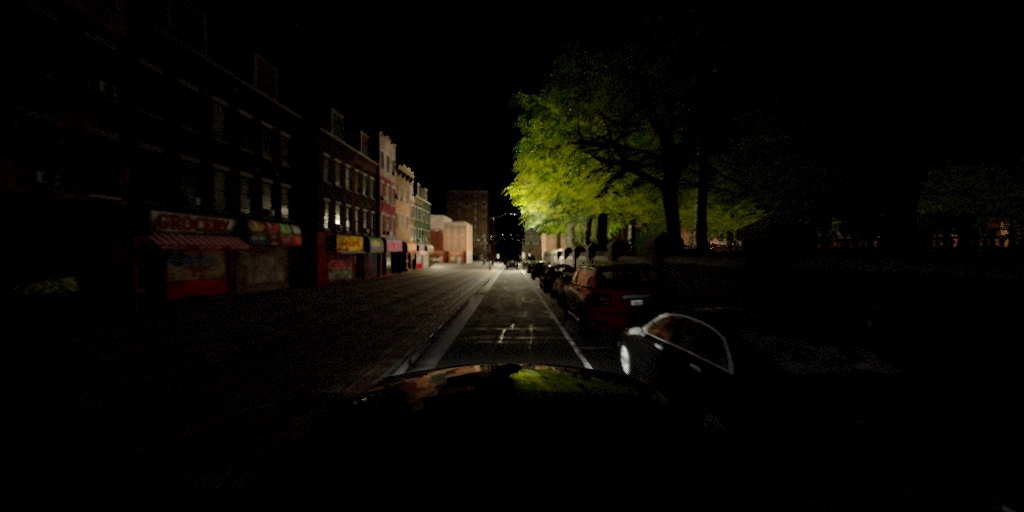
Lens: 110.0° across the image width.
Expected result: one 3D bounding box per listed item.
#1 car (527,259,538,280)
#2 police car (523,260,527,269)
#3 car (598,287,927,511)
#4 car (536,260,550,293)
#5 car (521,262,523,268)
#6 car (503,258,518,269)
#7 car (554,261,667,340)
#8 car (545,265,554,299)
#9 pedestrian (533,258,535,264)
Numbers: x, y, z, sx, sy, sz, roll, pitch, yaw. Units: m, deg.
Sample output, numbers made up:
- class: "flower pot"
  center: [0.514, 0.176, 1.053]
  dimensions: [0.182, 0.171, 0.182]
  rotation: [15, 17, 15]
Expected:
- class: "car"
  center: [2.645, 1.211, 31.705]
  dimensions: [1.967, 1.591, 4.097]
  rotation: [0, 0, 0]
- class: "police car"
  center: [2.761, 1.225, 43.511]
  dimensions: [1.930, 1.638, 5.238]
  rotation: [0, 0, 0]
- class: "car"
  center: [2.638, 1.299, 4.455]
  dimensions: [2.007, 1.370, 4.403]
  rotation: [0, 0, 0]
- class: "car"
  center: [2.642, 1.195, 20.805]
  dimensions: [1.967, 1.591, 4.097]
  rotation: [0, 0, 0]
- class: "car"
  center: [2.652, 1.405, 58.954]
  dimensions: [2.007, 1.370, 4.403]
  rotation: [0, 0, 0]
- class: "car"
  center: [0.028, 1.468, 57.864]
  dimensions: [1.895, 1.301, 4.718]
  rotation: [0, 0, 0]
- class: "car"
  center: [2.639, 1.064, 9.904]
  dimensions: [2.192, 1.841, 5.009]
  rotation: [0, 0, 0]
- class: "car"
  center: [2.641, 1.277, 15.525]
  dimensions: [1.751, 1.417, 4.829]
  rotation: [0, 0, 0]
- class: "pedestrian"
  center: [2.762, 1.103, 46.502]
  dimensions: [0.375, 1.860, 0.375]
  rotation: [-1, 1, 0]
